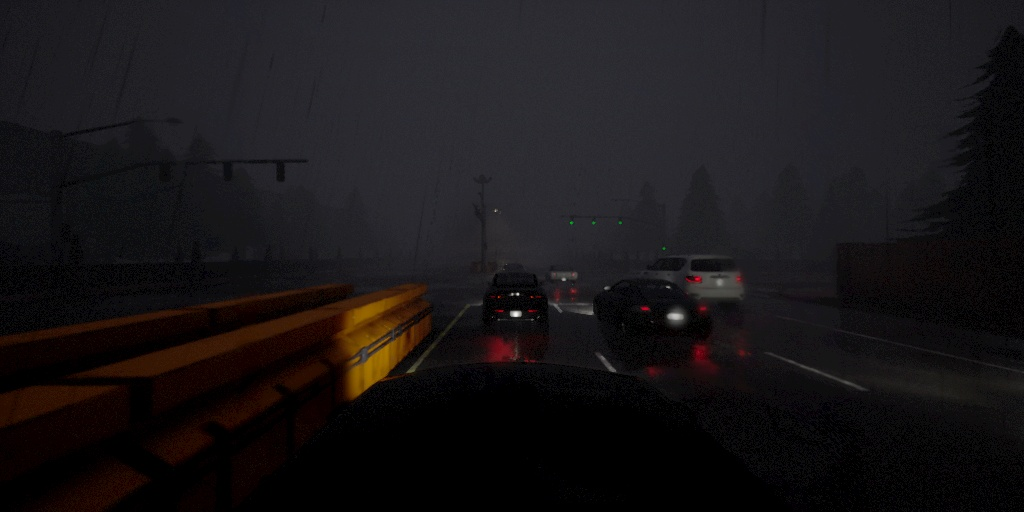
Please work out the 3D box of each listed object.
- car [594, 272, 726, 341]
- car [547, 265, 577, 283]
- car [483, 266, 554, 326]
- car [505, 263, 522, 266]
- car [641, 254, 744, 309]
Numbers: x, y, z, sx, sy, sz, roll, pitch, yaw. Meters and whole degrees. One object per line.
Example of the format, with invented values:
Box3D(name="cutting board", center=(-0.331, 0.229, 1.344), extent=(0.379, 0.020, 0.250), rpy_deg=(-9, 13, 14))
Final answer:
Box3D(name="car", center=(3.601, 1.305, 9.886), extent=(1.994, 1.385, 4.181), rpy_deg=(0, 0, 0))
Box3D(name="car", center=(3.601, 1.324, 27.110), extent=(1.895, 1.301, 4.718), rpy_deg=(0, 0, 0))
Box3D(name="car", center=(0.099, 1.244, 11.681), extent=(1.837, 1.490, 4.892), rpy_deg=(0, 0, 0))
Box3D(name="car", center=(0.101, 1.270, 27.994), extent=(2.033, 1.411, 5.357), rpy_deg=(0, 0, 0))
Box3D(name="car", center=(7.100, 0.958, 14.910), extent=(2.150, 2.045, 5.566), rpy_deg=(0, 0, 0))
